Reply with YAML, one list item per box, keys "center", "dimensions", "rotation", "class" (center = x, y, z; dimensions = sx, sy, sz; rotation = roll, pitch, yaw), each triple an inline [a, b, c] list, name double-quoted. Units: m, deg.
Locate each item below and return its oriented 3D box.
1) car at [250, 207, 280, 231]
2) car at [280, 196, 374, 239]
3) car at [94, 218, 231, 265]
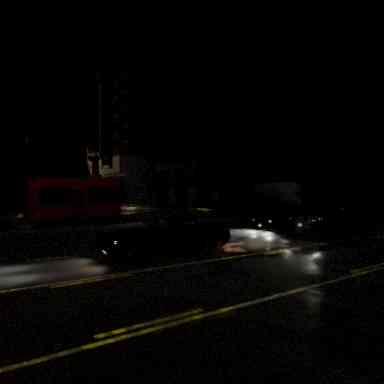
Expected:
- center: [6.186, 1.597, 21.196]
  dimensions: [5.357, 1.411, 2.033]
  rotation: [0, 0, -35]
  class: "car"
- center: [7.532, 1.266, 17.858]
  dimensions: [5.566, 2.045, 2.150]
  rotation: [0, 0, -35]
  class: "car"
- center: [-0.962, 1.611, 11.846]
  dimensions: [4.718, 1.301, 1.895]
  rotation: [0, 0, -35]
  class: "car"
